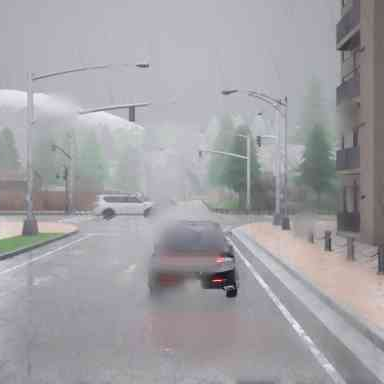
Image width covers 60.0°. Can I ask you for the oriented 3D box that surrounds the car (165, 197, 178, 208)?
[{"bbox_3d":[-3.609,1.491,47.846,2.128,1.511,4.902,0,0,0],"label":"car"}]

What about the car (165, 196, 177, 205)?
[{"bbox_3d":[-3.601,1.526,57.948,1.812,1.442,4.674,0,0,0],"label":"car"}]

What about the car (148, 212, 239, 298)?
[{"bbox_3d":[0.052,1.492,8.534,2.128,1.511,4.902,0,0,0],"label":"car"}]

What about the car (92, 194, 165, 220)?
[{"bbox_3d":[-5.374,1.217,27.529,5.566,2.045,2.150,0,1,-16],"label":"car"}]
